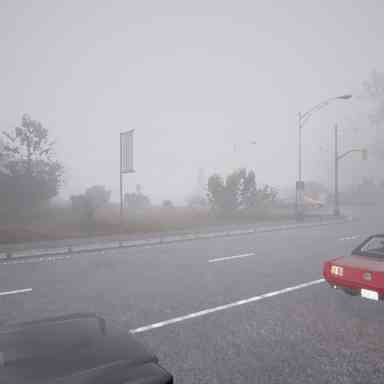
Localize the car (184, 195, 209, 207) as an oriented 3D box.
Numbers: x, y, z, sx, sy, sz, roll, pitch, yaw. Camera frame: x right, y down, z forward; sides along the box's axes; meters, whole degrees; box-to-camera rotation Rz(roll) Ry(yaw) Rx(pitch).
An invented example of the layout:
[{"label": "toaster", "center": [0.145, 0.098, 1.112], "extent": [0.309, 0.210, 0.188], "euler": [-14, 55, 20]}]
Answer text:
[{"label": "car", "center": [1.413, 1.162, 46.933], "extent": [2.097, 1.767, 4.553], "euler": [-1, 0, -39]}]

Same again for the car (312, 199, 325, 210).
[{"label": "car", "center": [12.766, 1.252, 38.413], "extent": [1.882, 1.535, 5.008], "euler": [-1, 0, -39]}]

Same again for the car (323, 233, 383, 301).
[{"label": "car", "center": [5.054, 1.570, 7.366], "extent": [4.718, 1.301, 1.895], "euler": [0, 0, -36]}]

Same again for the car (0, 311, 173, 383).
[{"label": "car", "center": [-2.394, 1.601, 2.028], "extent": [4.718, 1.301, 1.895], "euler": [0, 0, -36]}]

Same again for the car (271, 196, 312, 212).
[{"label": "car", "center": [10.141, 1.404, 36.090], "extent": [1.895, 1.301, 4.718], "euler": [-1, 0, -39]}]

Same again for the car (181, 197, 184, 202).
[{"label": "car", "center": [0.018, 1.276, 65.724], "extent": [2.033, 1.411, 5.357], "euler": [-1, 0, -38]}]

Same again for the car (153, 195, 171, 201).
[{"label": "car", "center": [-6.714, 1.330, 73.992], "extent": [1.895, 1.301, 4.718], "euler": [-1, 0, -38]}]
